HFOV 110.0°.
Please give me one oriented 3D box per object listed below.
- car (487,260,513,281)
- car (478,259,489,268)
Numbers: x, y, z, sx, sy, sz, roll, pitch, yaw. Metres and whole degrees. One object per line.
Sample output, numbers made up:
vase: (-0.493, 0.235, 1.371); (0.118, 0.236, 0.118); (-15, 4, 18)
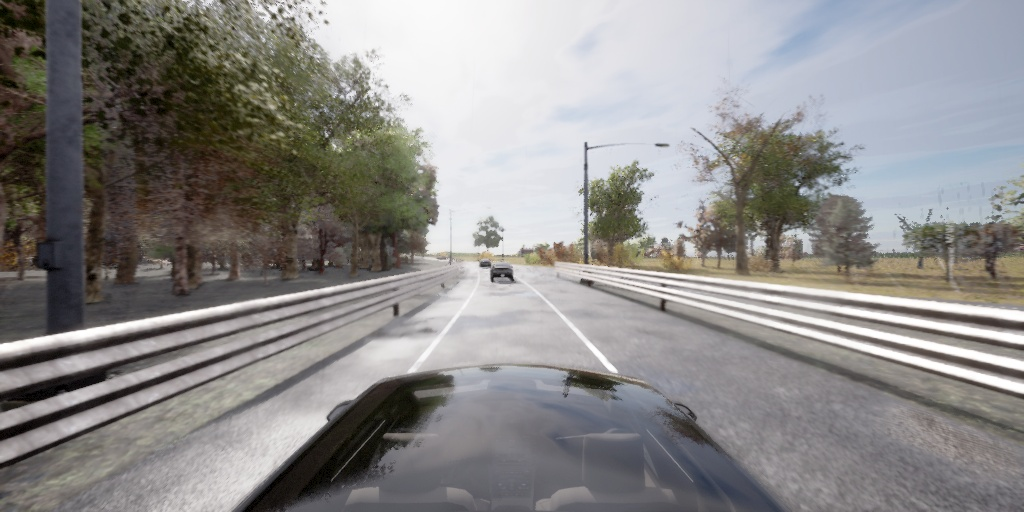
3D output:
car: (-0.938, 1.269, 30.625); (1.837, 1.490, 4.892); (0, 0, -5)
car: (-4.743, 1.281, 62.209); (1.837, 1.490, 4.892); (0, 0, -10)
